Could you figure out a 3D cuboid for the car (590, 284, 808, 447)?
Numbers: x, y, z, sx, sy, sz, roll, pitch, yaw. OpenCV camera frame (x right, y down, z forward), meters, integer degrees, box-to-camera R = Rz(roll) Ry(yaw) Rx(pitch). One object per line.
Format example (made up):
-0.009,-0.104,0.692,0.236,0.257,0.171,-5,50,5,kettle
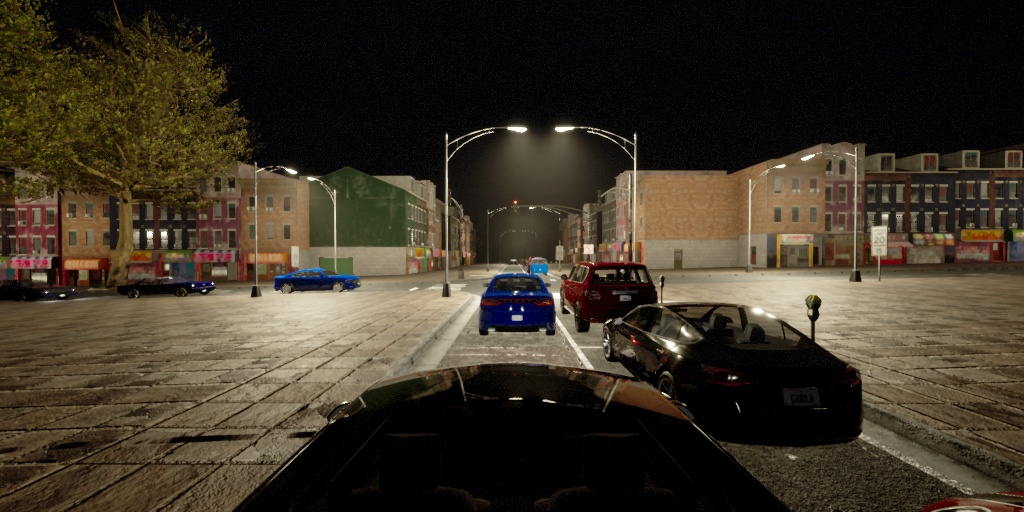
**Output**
2.647,1.315,5.333,1.948,1.339,4.313,0,0,0,car

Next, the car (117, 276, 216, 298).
-21.564,1.939,22.556,4.718,1.301,1.895,-2,1,0,car

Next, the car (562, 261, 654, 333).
2.668,1.064,10.736,2.192,1.841,5.009,0,0,0,car

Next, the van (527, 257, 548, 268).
2.770,1.105,37.096,1.690,1.789,3.998,0,0,0,van

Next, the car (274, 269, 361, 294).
-12.138,1.539,22.524,5.008,1.535,1.882,-2,1,-1,car

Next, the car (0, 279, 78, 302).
-30.965,2.180,22.589,5.357,1.411,2.033,-2,1,1,car

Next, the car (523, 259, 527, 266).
2.791,1.085,42.502,2.192,1.841,5.009,0,0,0,car

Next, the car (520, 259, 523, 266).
2.874,1.359,64.127,2.007,1.370,4.403,0,0,0,car

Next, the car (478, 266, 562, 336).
0.147,1.227,10.460,1.882,1.535,5.008,0,0,1,car
